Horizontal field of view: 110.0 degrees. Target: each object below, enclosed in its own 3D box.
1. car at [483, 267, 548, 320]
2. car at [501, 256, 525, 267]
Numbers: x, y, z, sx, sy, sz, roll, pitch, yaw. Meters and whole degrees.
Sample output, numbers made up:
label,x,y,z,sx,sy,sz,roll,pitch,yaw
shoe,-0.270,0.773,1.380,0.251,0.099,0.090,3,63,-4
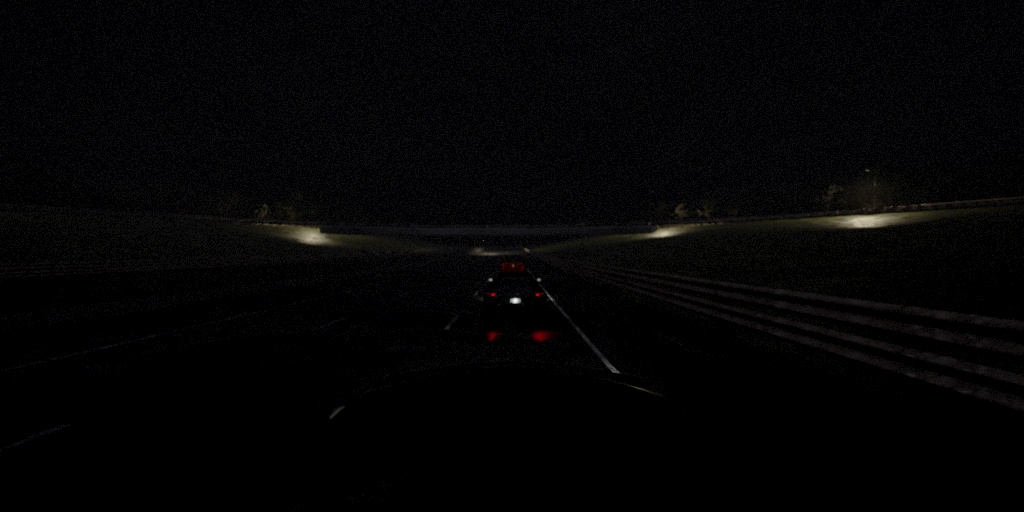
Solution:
label,x,y,z,sx,sy,sz,roll,pitch,yaw
car,0.099,1.239,12.343,1.994,1.385,4.181,0,1,0
car,0.097,0.786,32.237,2.097,1.767,4.553,0,1,0
